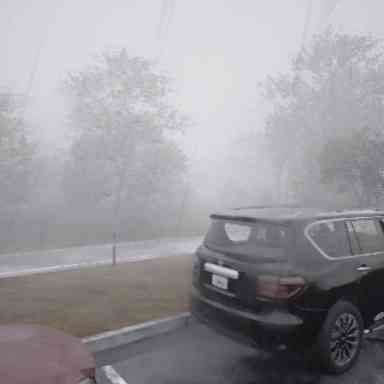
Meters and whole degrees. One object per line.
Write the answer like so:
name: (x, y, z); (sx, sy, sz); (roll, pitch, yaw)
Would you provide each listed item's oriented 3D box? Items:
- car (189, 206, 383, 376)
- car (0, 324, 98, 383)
car: (2.567, 1.271, 5.887); (5.566, 2.045, 2.435); (0, 0, -35)
car: (-2.924, 1.546, 1.971); (4.674, 1.452, 2.002); (0, 0, -35)
